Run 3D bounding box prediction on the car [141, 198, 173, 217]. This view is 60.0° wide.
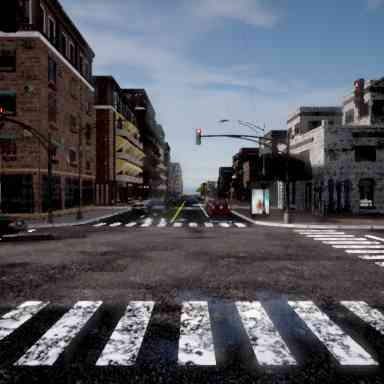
[{"bbox_3d":[-3.160,1.553,31.122,2.033,1.411,5.357,0,0,0],"label":"car"}]

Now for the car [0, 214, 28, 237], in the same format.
[{"bbox_3d":[-10.682,1.519,15.491,5.357,1.411,2.033,0,1,-7],"label":"car"}]

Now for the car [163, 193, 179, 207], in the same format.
[{"bbox_3d":[-3.186,1.247,52.639,2.150,2.045,5.566,0,0,0],"label":"car"}]

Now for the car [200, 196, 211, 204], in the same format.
[{"bbox_3d":[2.559,1.591,66.006,2.008,1.369,4.403,-1,0,0],"label":"car"}]

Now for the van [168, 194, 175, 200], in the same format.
[{"bbox_3d":[-5.879,1.430,94.460,1.690,1.788,3.998,-1,0,0],"label":"van"}]

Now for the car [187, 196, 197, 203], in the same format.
[{"bbox_3d":[-0.045,1.593,70.279,2.033,1.411,5.357,0,0,0],"label":"car"}]

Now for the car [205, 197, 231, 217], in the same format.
[{"bbox_3d":[2.623,1.446,31.825,1.967,1.590,4.097,0,0,0],"label":"car"}]

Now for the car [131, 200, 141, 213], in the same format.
[{"bbox_3d":[-5.767,1.561,37.494,2.008,1.369,4.403,0,0,0],"label":"car"}]

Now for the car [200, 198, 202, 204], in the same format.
[{"bbox_3d":[2.591,1.571,48.916,2.008,1.369,4.403,0,0,0],"label":"car"}]

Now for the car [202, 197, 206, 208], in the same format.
[{"bbox_3d":[2.602,1.597,43.219,1.802,1.307,4.206,0,0,0],"label":"car"}]

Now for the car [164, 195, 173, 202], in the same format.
[{"bbox_3d":[-5.855,1.592,82.897,1.752,1.417,4.829,-1,0,0],"label":"car"}]

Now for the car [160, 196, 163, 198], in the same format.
[{"bbox_3d":[-5.789,1.571,48.888,2.008,1.369,4.403,0,0,0],"label":"car"}]

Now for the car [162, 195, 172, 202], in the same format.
[{"bbox_3d":[-5.846,1.497,77.370,1.967,1.590,4.097,0,0,0],"label":"car"}]

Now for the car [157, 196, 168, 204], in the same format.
[{"bbox_3d":[-5.822,1.565,65.807,1.752,1.417,4.829,0,0,0],"label":"car"}]
